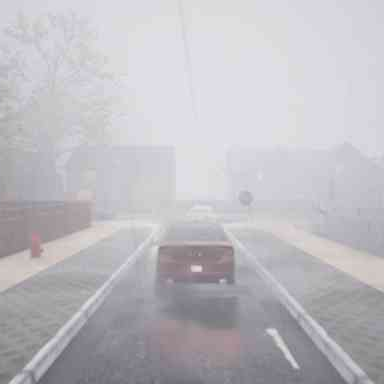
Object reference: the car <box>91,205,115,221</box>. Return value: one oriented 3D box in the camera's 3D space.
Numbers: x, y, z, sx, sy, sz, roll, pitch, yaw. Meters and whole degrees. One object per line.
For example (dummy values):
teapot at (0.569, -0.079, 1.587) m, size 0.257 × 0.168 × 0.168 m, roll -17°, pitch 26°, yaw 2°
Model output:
car at (-8.225, 1.671, 26.213) m, size 4.181 × 1.385 × 1.994 m, roll -1°, pitch -1°, yaw 1°

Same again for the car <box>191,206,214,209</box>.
car at (0.637, 1.543, 20.128) m, size 1.812 × 1.442 × 4.674 m, roll 0°, pitch 0°, yaw 8°

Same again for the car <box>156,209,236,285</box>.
car at (0.092, 1.486, 9.581) m, size 1.882 × 1.535 × 5.008 m, roll 0°, pitch 0°, yaw 0°

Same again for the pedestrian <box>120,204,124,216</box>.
pedestrian at (-6.735, 1.385, 32.063) m, size 0.375 × 1.860 × 0.375 m, roll 0°, pitch -1°, yaw 1°
